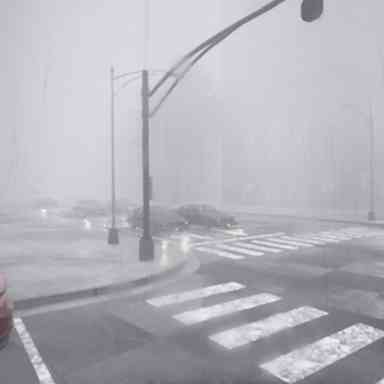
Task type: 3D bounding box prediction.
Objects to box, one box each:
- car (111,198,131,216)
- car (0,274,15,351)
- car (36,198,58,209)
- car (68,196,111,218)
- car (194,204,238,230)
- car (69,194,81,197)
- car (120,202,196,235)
[{"bbox_3d":[-6.734,1.359,31.477,2.128,1.511,4.902,-1,1,-35],"label":"car"},{"bbox_3d":[-4.427,1.536,3.501,4.507,1.381,1.887,0,-1,-36],"label":"car"},{"bbox_3d":[-18.642,1.369,42.641,1.895,1.301,4.718,-1,1,-35],"label":"car"},{"bbox_3d":[-9.095,1.404,29.187,1.837,1.490,4.892,-1,1,-35],"label":"car"},{"bbox_3d":[0.456,1.514,21.348,2.033,1.411,5.357,-1,1,-39],"label":"car"},{"bbox_3d":[-23.050,1.043,65.878,1.812,1.442,4.674,-1,1,-35],"label":"car"},{"bbox_3d":[-2.193,1.541,19.550,2.033,1.411,5.357,-1,1,-32],"label":"car"}]
